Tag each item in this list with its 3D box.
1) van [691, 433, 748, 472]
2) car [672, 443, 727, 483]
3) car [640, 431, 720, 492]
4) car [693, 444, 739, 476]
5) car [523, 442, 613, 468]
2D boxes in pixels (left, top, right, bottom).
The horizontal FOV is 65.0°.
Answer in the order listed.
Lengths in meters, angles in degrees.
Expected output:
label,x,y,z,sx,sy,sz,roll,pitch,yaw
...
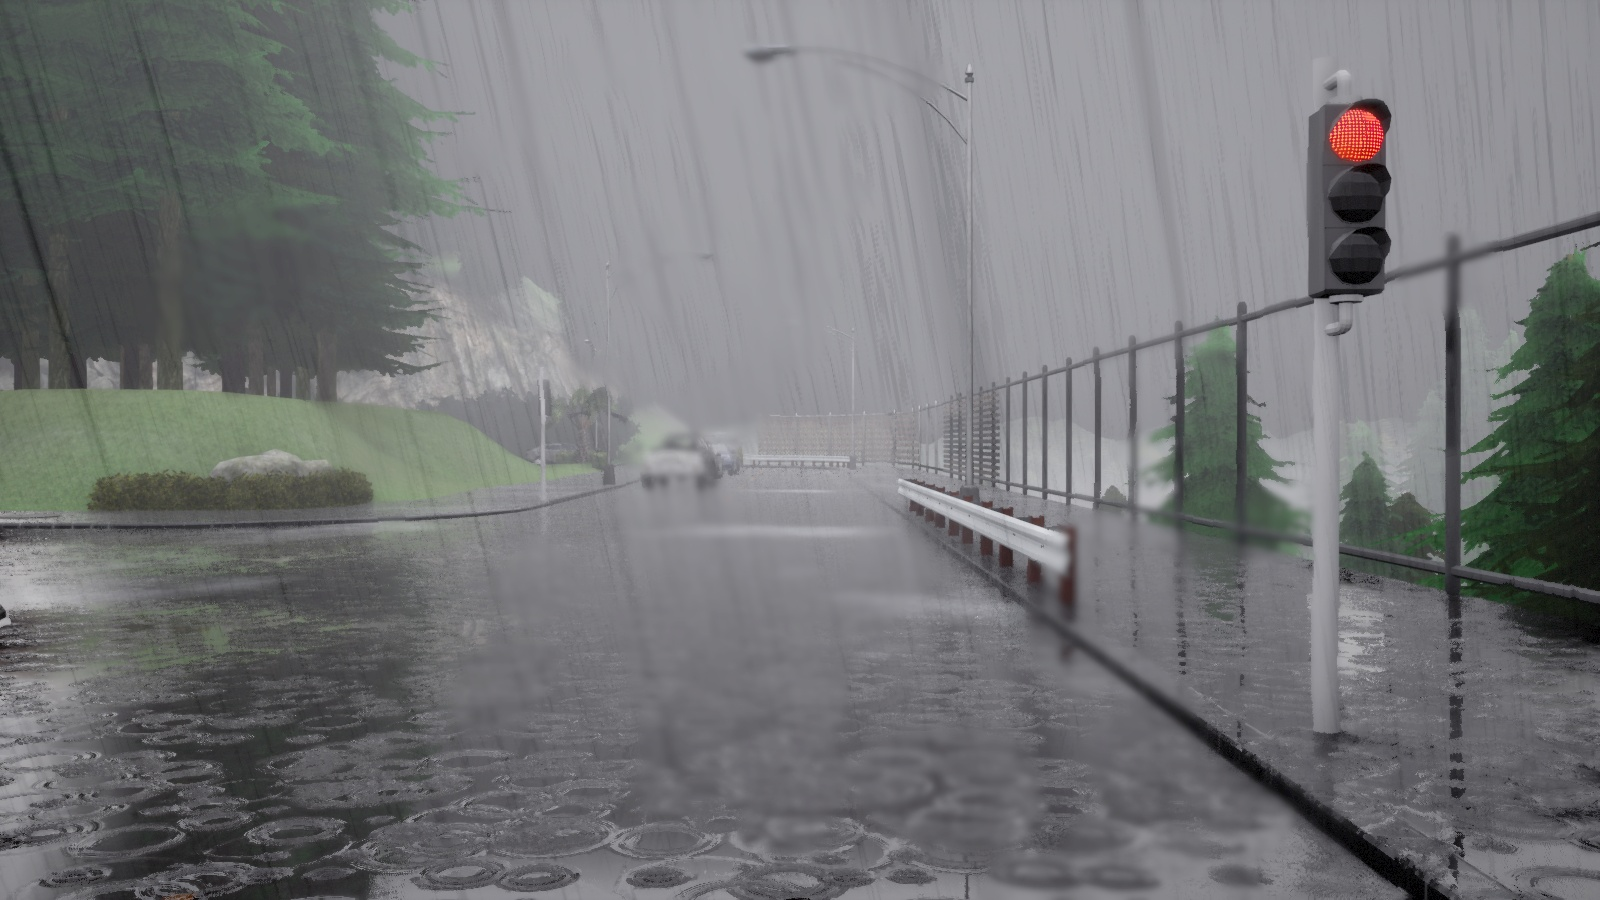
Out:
label,x,y,z,sx,sy,sz,roll,pitch,yaw
van,-4.372,0.115,67.479,1.775,1.987,4.442,0,0,-21
car,-3.912,0.478,49.425,1.845,1.501,3.633,0,0,0
car,-3.834,0.330,40.803,1.932,1.855,4.605,0,0,3
car,-3.869,0.439,58.402,1.812,1.442,4.674,0,0,0
car,-13.529,0.277,73.452,4.902,1.511,2.128,0,0,0
